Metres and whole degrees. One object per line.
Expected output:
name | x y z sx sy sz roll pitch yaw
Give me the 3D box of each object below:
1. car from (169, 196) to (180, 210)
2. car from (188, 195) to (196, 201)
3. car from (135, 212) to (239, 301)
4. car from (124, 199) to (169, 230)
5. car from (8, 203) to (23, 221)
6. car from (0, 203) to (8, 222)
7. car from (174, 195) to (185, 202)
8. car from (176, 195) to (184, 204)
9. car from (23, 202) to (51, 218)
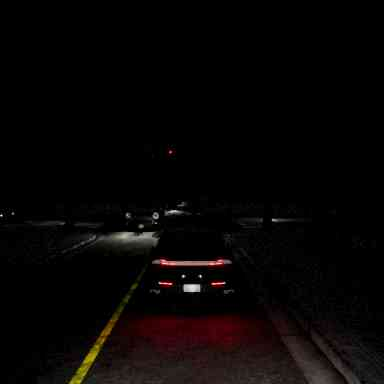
car | -2.858 1.539 41.369 1.994 1.385 4.181 0 0 0
car | -0.013 1.451 81.346 1.812 1.442 4.674 0 0 0
car | 0.000 1.492 8.323 2.128 1.511 4.902 0 0 0
car | -2.853 1.347 20.863 2.097 1.767 4.553 0 0 0
car | -15.688 1.209 24.011 5.566 2.045 2.150 0 0 0
car | -14.773 1.540 21.469 4.313 1.339 1.947 0 0 0
car | -2.761 1.400 73.811 2.128 1.511 4.902 0 0 0
car | -2.845 1.479 57.334 1.812 1.442 4.674 0 0 0
car | -14.769 1.581 29.496 4.313 1.339 1.947 0 0 0
